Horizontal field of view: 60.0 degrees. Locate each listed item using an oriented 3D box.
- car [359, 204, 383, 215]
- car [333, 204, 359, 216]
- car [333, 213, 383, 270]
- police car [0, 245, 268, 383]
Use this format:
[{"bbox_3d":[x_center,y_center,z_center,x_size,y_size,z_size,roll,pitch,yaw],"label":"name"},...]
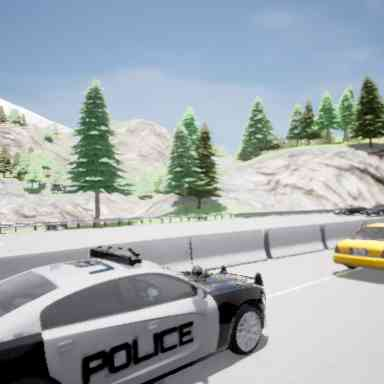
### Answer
[{"bbox_3d":[23.348,2.220,40.870,4.892,1.490,1.837,0,-2,-27],"label":"car"},{"bbox_3d":[20.481,2.330,43.303,4.902,1.511,2.128,0,-2,-28],"label":"car"},{"bbox_3d":[6.660,1.642,10.822,5.366,1.575,1.801,0,-2,-38],"label":"car"},{"bbox_3d":[-0.904,1.587,4.564,5.238,1.638,1.930,0,-2,-41],"label":"police car"}]
